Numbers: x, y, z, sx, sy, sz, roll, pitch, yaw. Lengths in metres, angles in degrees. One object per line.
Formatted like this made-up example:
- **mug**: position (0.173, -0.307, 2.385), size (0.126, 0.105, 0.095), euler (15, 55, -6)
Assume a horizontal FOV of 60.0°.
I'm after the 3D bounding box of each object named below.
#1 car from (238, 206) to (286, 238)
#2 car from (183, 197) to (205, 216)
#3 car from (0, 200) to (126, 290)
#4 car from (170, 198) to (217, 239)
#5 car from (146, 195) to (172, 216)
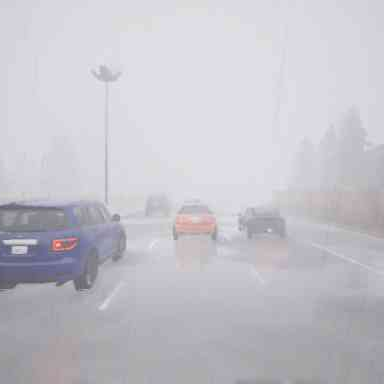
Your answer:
- **car**: position (3.648, 1.529, 17.886), size (1.837, 1.490, 4.892), euler (0, 0, 0)
- **car**: position (0.199, 1.399, 34.020), size (2.097, 1.767, 4.553), euler (0, 0, 0)
- **car**: position (-3.376, 1.234, 9.225), size (2.150, 2.045, 5.566), euler (0, 0, 0)
- **car**: position (0.147, 1.376, 17.492), size (2.097, 1.767, 4.553), euler (0, 0, 0)
- **car**: position (-3.306, 1.267, 33.507), size (2.150, 2.045, 5.566), euler (0, 0, 0)
